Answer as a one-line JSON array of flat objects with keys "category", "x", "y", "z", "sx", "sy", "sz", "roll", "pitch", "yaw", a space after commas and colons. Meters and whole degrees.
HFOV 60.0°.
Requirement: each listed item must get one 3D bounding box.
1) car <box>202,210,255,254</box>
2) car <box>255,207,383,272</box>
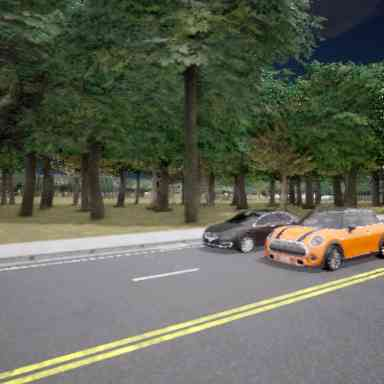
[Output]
[{"category": "car", "x": 2.654, "y": 1.502, "z": 13.560, "sx": 4.892, "sy": 1.490, "sz": 1.837, "roll": 0, "pitch": 0, "yaw": -35}, {"category": "car", "x": 4.506, "y": 1.349, "z": 10.890, "sx": 4.553, "sy": 1.767, "sz": 2.097, "roll": 0, "pitch": 0, "yaw": -35}]
